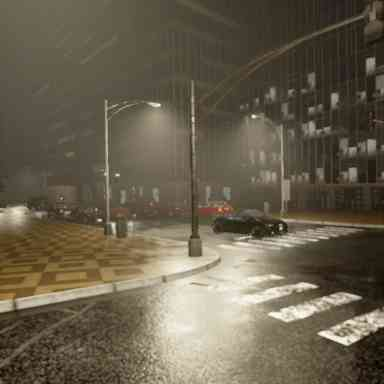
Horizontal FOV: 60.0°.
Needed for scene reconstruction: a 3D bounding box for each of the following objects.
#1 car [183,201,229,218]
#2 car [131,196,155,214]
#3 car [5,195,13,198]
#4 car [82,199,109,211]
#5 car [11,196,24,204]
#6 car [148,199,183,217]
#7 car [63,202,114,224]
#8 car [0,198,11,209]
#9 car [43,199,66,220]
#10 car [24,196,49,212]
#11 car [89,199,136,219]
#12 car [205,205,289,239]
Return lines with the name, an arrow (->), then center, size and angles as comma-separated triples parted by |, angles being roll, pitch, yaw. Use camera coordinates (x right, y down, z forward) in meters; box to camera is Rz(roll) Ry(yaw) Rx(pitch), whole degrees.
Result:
car -> 1.544, 1.473, 28.387 | 1.967, 1.590, 4.097 | -2, 1, -41
car -> -5.838, 1.413, 36.941 | 2.192, 1.841, 5.009 | -2, 1, -41
car -> -42.716, 1.955, 79.743 | 1.887, 1.381, 4.507 | -2, 1, -41
car -> -13.208, 1.727, 45.506 | 1.947, 1.339, 4.313 | -2, 1, -41
car -> -39.028, 1.946, 75.463 | 1.947, 1.339, 4.313 | -2, 1, -41
car -> -2.142, 1.647, 32.667 | 1.802, 1.307, 4.206 | -2, 1, -41
car -> -8.539, 1.801, 27.240 | 1.947, 1.339, 4.313 | -2, 1, -41
car -> -30.632, 2.008, 52.884 | 1.802, 1.307, 4.206 | -2, 1, -41
car -> -12.224, 1.708, 31.512 | 1.967, 1.590, 4.097 | -2, 1, -41
car -> -20.590, 1.526, 45.298 | 2.150, 2.045, 5.566 | -2, 0, -40
car -> -7.427, 1.668, 29.925 | 1.882, 1.535, 5.008 | -2, 1, -41
car -> 3.077, 1.658, 18.104 | 1.994, 1.385, 4.181 | -2, 1, -44
